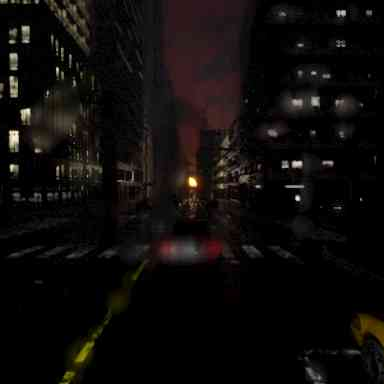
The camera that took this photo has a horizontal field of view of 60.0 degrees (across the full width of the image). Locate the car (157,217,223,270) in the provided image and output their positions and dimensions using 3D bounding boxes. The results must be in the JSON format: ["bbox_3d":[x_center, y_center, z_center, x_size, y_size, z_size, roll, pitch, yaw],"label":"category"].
[{"bbox_3d":[-0.135,1.536,10.952,2.033,1.411,5.357,0,0,-2],"label":"car"}]

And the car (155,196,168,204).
[{"bbox_3d":[-5.704,1.485,62.670,1.887,1.381,4.507,-1,0,0],"label":"car"}]

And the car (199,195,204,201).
[{"bbox_3d":[2.673,1.365,79.635,1.967,1.590,4.097,-1,0,0],"label":"car"}]

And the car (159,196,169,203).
[{"bbox_3d":[-5.704,1.517,68.324,1.802,1.307,4.206,-1,0,0],"label":"car"}]

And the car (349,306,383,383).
[{"bbox_3d":[2.807,1.523,2.267,1.752,1.417,4.829,-1,0,0],"label":"car"}]

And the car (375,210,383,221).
[{"bbox_3d":[16.313,1.607,25.231,4.403,1.369,2.008,0,1,1],"label":"car"}]

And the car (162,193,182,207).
[{"bbox_3d":[-3.087,1.173,49.546,2.150,2.045,5.566,0,0,0],"label":"car"}]

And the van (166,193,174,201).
[{"bbox_3d":[-5.708,1.261,85.288,1.690,1.788,3.998,-1,0,0],"label":"van"}]

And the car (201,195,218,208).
[{"bbox_3d":[2.676,1.506,45.707,2.008,1.369,4.403,-1,0,0],"label":"car"}]

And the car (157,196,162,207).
[{"bbox_3d":[-5.704,1.521,45.706,1.947,1.339,4.313,-1,0,0],"label":"car"}]

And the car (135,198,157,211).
[{"bbox_3d":[-5.704,1.486,39.882,1.752,1.417,4.829,-1,0,0],"label":"car"}]
